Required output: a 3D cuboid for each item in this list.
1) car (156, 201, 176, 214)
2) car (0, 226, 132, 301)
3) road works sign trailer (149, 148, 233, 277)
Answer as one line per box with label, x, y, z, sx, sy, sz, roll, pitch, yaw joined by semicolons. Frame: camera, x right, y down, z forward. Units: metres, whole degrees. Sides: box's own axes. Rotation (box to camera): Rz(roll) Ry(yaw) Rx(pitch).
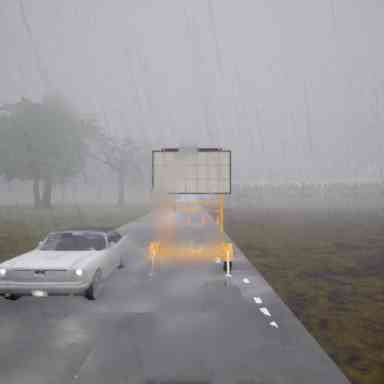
car;-2.789;1.662;36.631;1.994;1.385;4.181;0;0;0
car;-2.858;1.598;8.436;1.895;1.301;4.718;0;0;0
road works sign trailer;-0.005;0.462;10.256;2.380;3.560;2.880;0;0;1
